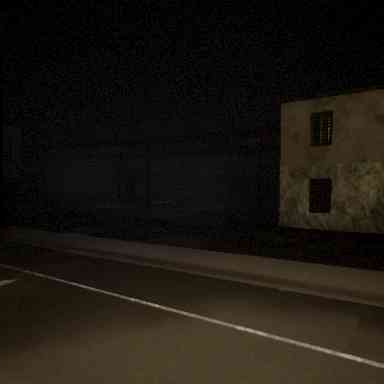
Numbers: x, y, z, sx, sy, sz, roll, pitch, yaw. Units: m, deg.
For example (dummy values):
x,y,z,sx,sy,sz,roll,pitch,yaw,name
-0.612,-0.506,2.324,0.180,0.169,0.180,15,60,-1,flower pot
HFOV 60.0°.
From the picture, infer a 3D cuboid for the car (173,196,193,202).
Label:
x,y,z,sx,sy,sz,roll,pitch,yaw,name
-1.829,1.402,66.904,4.181,1.385,1.994,1,1,-15,car
